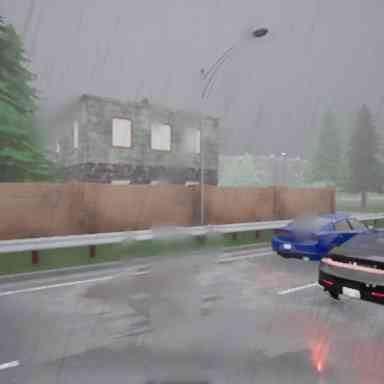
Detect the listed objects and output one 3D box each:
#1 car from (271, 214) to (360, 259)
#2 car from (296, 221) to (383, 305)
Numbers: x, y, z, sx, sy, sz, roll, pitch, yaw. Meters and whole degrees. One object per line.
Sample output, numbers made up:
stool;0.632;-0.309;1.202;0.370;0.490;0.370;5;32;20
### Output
car;4.921;1.508;11.561;5.008;1.535;1.882;0;0;-35
car;4.705;1.515;7.110;4.902;1.511;2.128;0;0;-35
